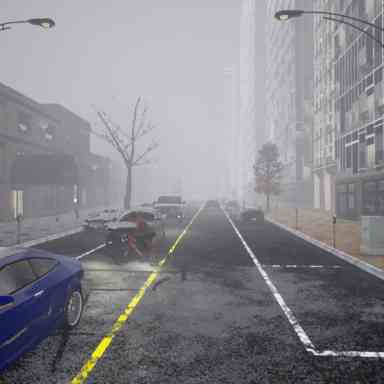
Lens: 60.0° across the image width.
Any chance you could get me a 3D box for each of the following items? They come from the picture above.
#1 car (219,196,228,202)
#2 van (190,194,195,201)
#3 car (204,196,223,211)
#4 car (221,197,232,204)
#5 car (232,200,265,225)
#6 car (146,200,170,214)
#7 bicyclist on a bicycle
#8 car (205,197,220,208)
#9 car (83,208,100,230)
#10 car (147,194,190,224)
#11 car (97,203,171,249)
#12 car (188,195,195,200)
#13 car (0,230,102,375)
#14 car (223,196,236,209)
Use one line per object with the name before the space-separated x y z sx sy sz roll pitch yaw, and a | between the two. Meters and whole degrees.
car | 7.593 1.603 80.314 1.947 1.339 4.313 1 0 4
van | -0.414 1.381 86.522 1.690 1.788 3.998 1 0 4
car | 2.543 1.521 40.889 1.837 1.490 4.892 0 0 4
car | 6.545 1.593 63.414 1.947 1.339 4.313 1 0 4
car | 4.202 1.559 23.976 2.008 1.369 4.403 1 0 4
car | -3.597 1.595 35.827 1.802 1.307 4.206 1 0 4
bicyclist on a bicycle | -1.521 1.458 9.873 1.656 1.620 0.582 -2 0 4
car | 3.163 1.512 50.957 2.128 1.511 4.902 0 0 4
car | -4.740 1.557 18.933 2.008 1.369 4.403 1 0 4
car | -1.626 1.230 25.223 2.150 2.045 5.566 0 0 4
car | -2.289 1.482 14.676 1.882 1.535 5.008 0 0 4
car | -0.069 1.625 92.156 1.802 1.307 4.206 1 0 4
car | -2.932 1.527 4.251 1.812 1.442 4.674 0 0 5
car | 5.497 1.564 46.514 1.887 1.381 4.507 1 0 4
